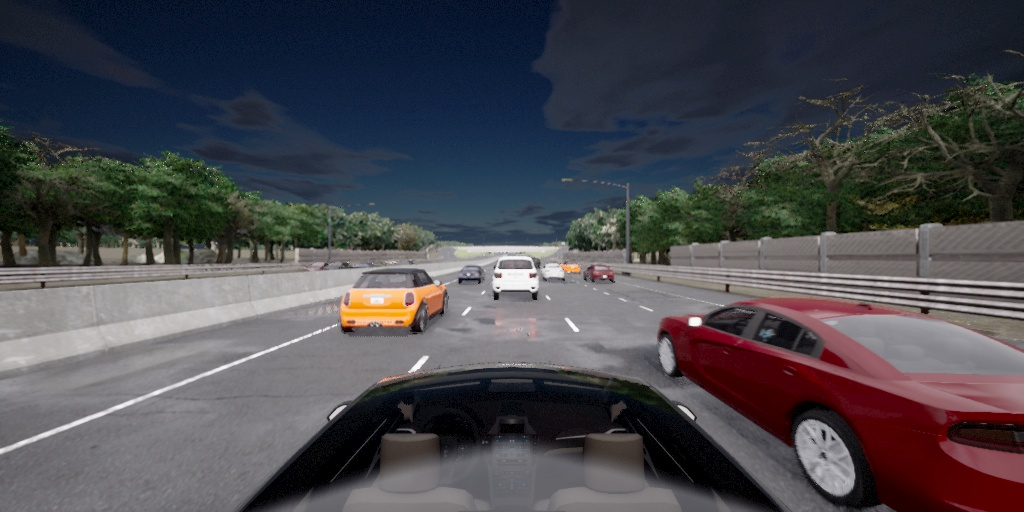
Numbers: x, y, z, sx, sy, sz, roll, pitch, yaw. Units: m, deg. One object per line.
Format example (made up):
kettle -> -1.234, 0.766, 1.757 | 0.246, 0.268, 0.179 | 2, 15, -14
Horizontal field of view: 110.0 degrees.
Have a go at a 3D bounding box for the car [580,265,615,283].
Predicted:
car -> 7.276, 1.459, 30.288 | 1.812, 1.442, 4.674 | 0, 0, 1

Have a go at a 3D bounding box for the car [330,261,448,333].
car -> -3.362, 1.161, 11.097 | 2.097, 1.767, 4.553 | 0, 0, 0

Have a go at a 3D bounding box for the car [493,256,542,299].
car -> 0.182, 1.081, 18.961 | 2.150, 2.045, 5.566 | 0, -1, 0

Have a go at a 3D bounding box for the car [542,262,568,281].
car -> 3.694, 1.475, 33.010 | 1.812, 1.442, 4.674 | 0, 0, 1

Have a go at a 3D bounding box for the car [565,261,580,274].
car -> 7.442, 1.381, 46.191 | 2.097, 1.767, 4.553 | 0, 0, 0

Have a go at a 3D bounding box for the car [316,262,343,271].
car -> -20.792, 1.508, 42.818 | 1.837, 1.490, 4.892 | 0, -1, 1

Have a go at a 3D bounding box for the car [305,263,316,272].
car -> -24.260, 1.541, 45.515 | 1.812, 1.442, 4.674 | 0, 0, 1

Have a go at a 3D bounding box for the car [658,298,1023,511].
car -> 3.508, 1.246, 4.389 | 1.882, 1.535, 5.008 | 0, 0, 0

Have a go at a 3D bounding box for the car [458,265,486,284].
car -> -3.239, 1.474, 29.439 | 2.033, 1.411, 5.357 | 0, 0, 1
